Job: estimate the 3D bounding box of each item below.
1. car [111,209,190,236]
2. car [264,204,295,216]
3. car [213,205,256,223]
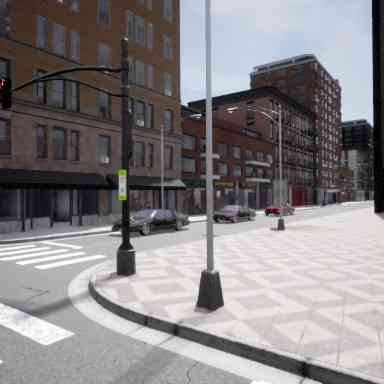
[{"bbox_3d":[-2.260,1.708,19.981,2.033,1.411,5.357,-1,-1,36],"label":"car"},{"bbox_3d":[9.653,1.929,36.522,1.895,1.301,4.718,-1,-1,36],"label":"car"},{"bbox_3d":[3.642,1.793,28.191,2.033,1.411,5.357,-1,-1,35],"label":"car"}]
